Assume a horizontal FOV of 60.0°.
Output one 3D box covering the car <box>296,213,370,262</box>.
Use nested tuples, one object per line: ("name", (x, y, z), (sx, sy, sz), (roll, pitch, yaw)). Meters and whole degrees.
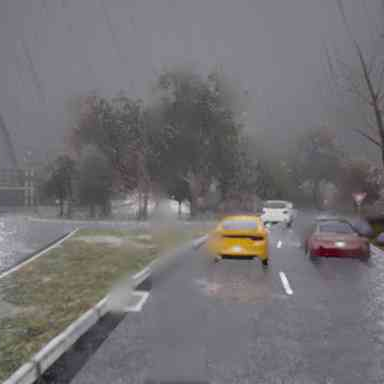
("car", (5.323, 1.719, 12.834), (1.994, 1.385, 4.181), (0, -1, 14))

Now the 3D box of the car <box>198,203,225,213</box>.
("car", (3.706, 3.165, 64.678), (5.566, 2.045, 2.150), (-1, -2, 18))

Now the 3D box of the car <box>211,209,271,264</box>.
("car", (1.937, 1.637, 12.648), (1.882, 1.535, 5.008), (0, -1, 13))

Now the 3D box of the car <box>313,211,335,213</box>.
("car", (10.163, 2.079, 25.497), (1.895, 1.301, 4.718), (-1, -2, 27))

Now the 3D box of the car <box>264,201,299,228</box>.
("car", (7.314, 1.754, 27.110), (2.150, 2.045, 5.566), (-1, -2, 27))
